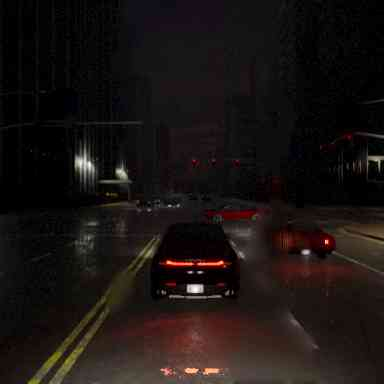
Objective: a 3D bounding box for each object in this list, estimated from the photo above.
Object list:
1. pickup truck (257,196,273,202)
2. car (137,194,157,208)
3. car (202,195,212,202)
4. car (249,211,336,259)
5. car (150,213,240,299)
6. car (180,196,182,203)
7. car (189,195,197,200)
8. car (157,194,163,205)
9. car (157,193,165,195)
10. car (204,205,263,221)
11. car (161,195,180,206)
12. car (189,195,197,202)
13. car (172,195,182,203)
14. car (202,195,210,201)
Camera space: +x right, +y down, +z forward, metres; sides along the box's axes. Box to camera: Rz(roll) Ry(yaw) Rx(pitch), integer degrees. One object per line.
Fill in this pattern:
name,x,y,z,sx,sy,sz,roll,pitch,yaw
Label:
pickup truck,16.849,1.105,75.769,2.390,2.098,6.274,0,0,31
car,-6.941,1.382,49.933,2.097,1.767,4.553,0,0,0
car,3.742,1.527,80.304,1.882,1.535,5.008,0,0,0
car,3.618,1.609,12.715,1.895,1.301,4.718,0,0,0
car,0.084,1.510,8.459,1.837,1.490,4.892,0,0,1
car,-3.363,1.639,63.197,1.895,1.301,4.718,0,0,1
car,0.272,1.431,90.373,1.994,1.385,4.181,0,0,0
car,-6.891,1.541,60.086,1.837,1.490,4.892,0,0,1
car,-6.788,1.268,70.494,2.150,2.045,5.566,0,0,0
car,3.245,1.616,25.341,4.718,1.301,1.895,0,0,1
car,-3.419,1.597,53.907,1.994,1.385,4.181,0,0,0
car,0.241,1.536,79.988,1.837,1.490,4.892,0,0,0
car,-3.280,1.522,73.317,1.882,1.535,5.008,0,0,0
car,3.773,1.607,90.467,1.994,1.385,4.181,0,0,0
